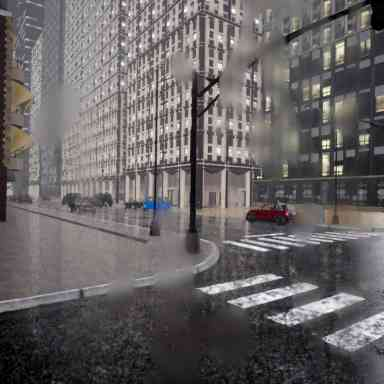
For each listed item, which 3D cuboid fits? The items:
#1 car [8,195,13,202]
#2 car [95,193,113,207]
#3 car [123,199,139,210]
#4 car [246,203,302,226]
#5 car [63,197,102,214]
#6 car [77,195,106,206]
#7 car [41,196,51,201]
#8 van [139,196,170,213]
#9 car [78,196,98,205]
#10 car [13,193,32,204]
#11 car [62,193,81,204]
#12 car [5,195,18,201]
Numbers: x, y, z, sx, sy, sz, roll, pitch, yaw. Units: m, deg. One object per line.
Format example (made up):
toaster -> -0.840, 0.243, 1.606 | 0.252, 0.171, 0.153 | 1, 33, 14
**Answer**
car -> -37.056, 1.397, 69.744 | 1.947, 1.339, 4.313 | 1, -1, -35
car -> -14.474, 1.255, 53.157 | 2.150, 2.045, 5.566 | 1, -1, -35
car -> -7.324, 1.584, 42.365 | 2.008, 1.369, 4.403 | 1, -1, -35
car -> 5.765, 1.505, 23.947 | 1.967, 1.590, 4.097 | 1, -1, -35
car -> -10.883, 1.427, 32.907 | 2.008, 1.369, 4.403 | 1, -1, -35
car -> -14.565, 1.536, 48.010 | 1.994, 1.385, 4.181 | 1, -1, -37
car -> -36.770, 1.570, 83.806 | 1.802, 1.307, 4.206 | 1, -1, -35
van -> -4.049, 1.382, 37.762 | 1.690, 1.788, 3.998 | 1, -1, -35
car -> -18.484, 1.526, 58.859 | 1.837, 1.490, 4.892 | 1, -1, -35
car -> -30.509, 1.155, 60.538 | 2.192, 1.841, 5.009 | 1, -1, -35
car -> -20.029, 1.182, 55.613 | 2.150, 2.045, 5.566 | 1, -1, -35
car -> -40.327, 1.378, 74.349 | 2.008, 1.369, 4.403 | 1, -1, -35
